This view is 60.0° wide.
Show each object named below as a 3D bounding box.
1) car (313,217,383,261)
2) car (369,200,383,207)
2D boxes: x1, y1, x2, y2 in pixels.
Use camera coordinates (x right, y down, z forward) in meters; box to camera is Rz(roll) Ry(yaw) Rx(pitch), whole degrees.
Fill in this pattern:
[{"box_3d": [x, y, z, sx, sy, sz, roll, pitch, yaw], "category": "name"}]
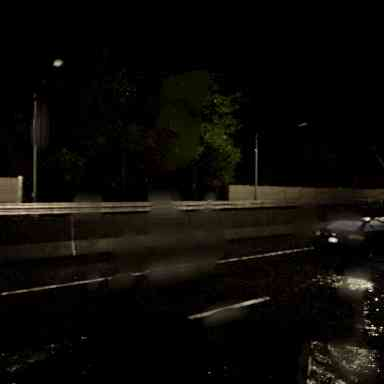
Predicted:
[{"box_3d": [6.587, 1.665, 12.809, 4.181, 1.385, 1.994, 0, 0, -35], "category": "car"}, {"box_3d": [32.632, 2.058, 57.261, 5.357, 1.411, 2.033, 1, 0, -35], "category": "car"}]
